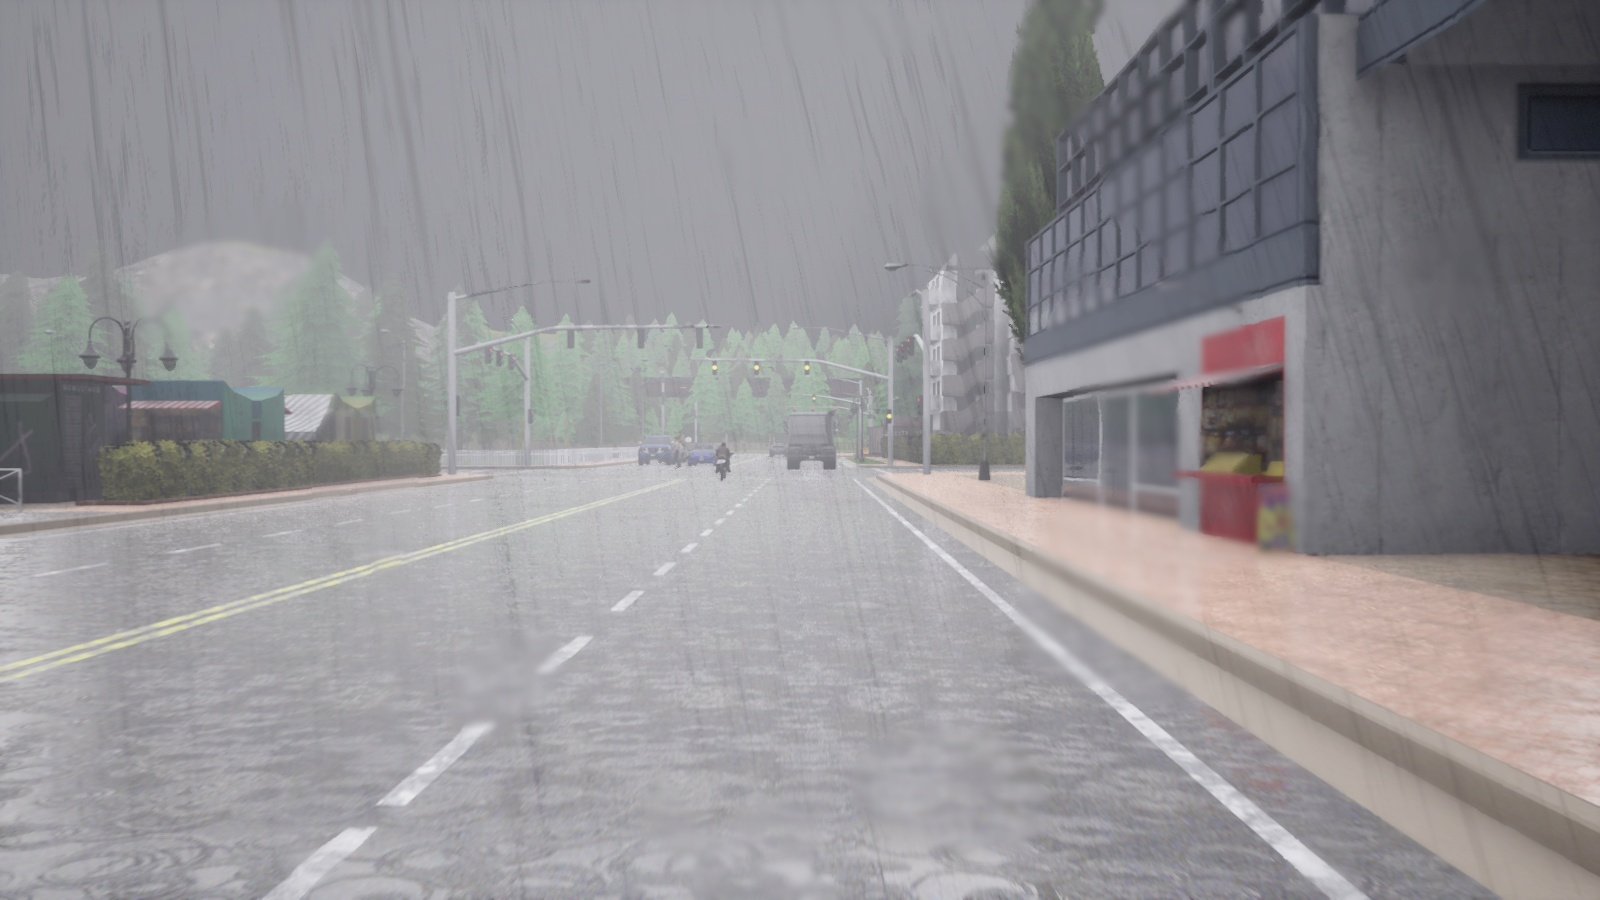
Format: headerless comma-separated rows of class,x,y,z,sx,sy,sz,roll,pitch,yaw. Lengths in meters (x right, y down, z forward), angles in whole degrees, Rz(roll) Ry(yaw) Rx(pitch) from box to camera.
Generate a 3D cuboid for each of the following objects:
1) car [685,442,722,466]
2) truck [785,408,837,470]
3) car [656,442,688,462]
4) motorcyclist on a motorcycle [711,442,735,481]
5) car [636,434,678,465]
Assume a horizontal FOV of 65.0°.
car,-6.264,0.225,82.104,2.007,1.525,4.514,0,0,1
truck,0.665,-0.651,73.882,2.891,3.462,7.936,0,0,1
car,-9.651,0.168,95.028,1.970,1.475,3.806,0,0,1
motorcyclist on a motorcycle,-3.052,0.446,49.745,0.797,1.523,2.044,0,0,0
car,-9.732,-0.027,85.903,2.150,2.045,5.566,0,0,0
